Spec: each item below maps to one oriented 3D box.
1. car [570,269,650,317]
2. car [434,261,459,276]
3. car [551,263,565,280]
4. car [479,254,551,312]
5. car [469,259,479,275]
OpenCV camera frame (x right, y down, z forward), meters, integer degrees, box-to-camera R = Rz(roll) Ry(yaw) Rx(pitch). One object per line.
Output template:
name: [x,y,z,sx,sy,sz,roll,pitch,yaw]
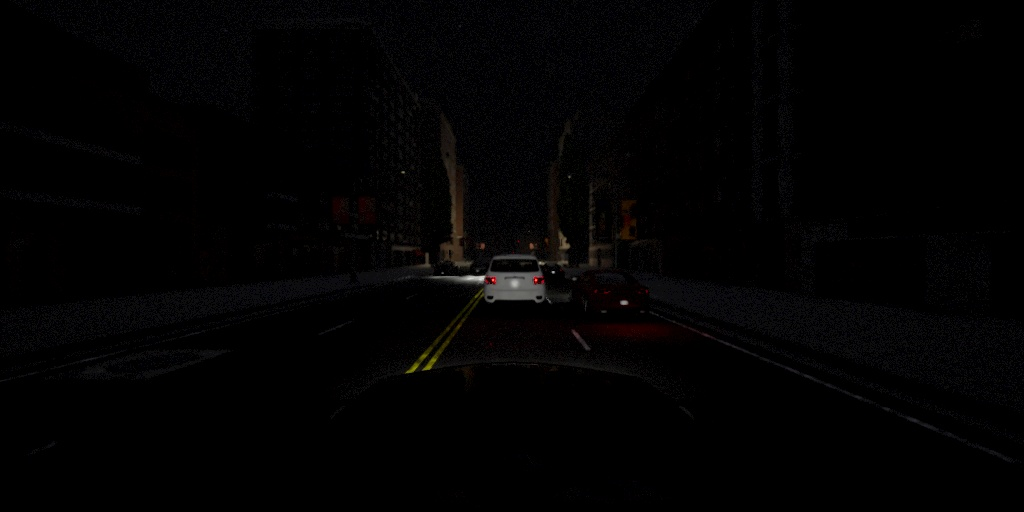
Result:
car: [3.335,1.212,13.104,1.882,1.535,5.008,0,0,0]
car: [-6.600,1.243,36.775,2.033,1.411,5.357,0,0,0]
car: [3.343,1.270,31.070,1.994,1.385,4.181,0,0,0]
car: [0.094,0.954,14.311,2.150,2.045,5.566,0,0,0]
car: [-3.346,1.187,37.397,2.128,1.511,4.902,0,0,0]
